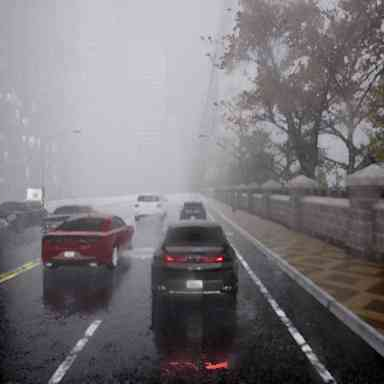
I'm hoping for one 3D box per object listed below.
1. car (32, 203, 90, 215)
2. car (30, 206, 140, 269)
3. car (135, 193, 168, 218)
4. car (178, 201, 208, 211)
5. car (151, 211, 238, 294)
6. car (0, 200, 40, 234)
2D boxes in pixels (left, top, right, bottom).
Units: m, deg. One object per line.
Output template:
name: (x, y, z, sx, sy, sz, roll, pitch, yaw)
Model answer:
car: (-6.599, 1.435, 18.362, 1.837, 1.490, 4.892, 0, 0, 0)
car: (-3.149, 1.435, 11.000, 1.882, 1.535, 5.008, 0, 0, 0)
car: (-3.138, 1.125, 26.035, 2.150, 2.045, 5.566, 0, 0, -1)
car: (0.075, 1.415, 24.326, 1.837, 1.490, 4.892, 0, 0, 0)
car: (0.068, 1.471, 8.643, 1.837, 1.490, 4.892, 0, 0, 0)
car: (-9.849, 1.281, 18.632, 2.097, 1.767, 4.553, 0, 0, 0)
